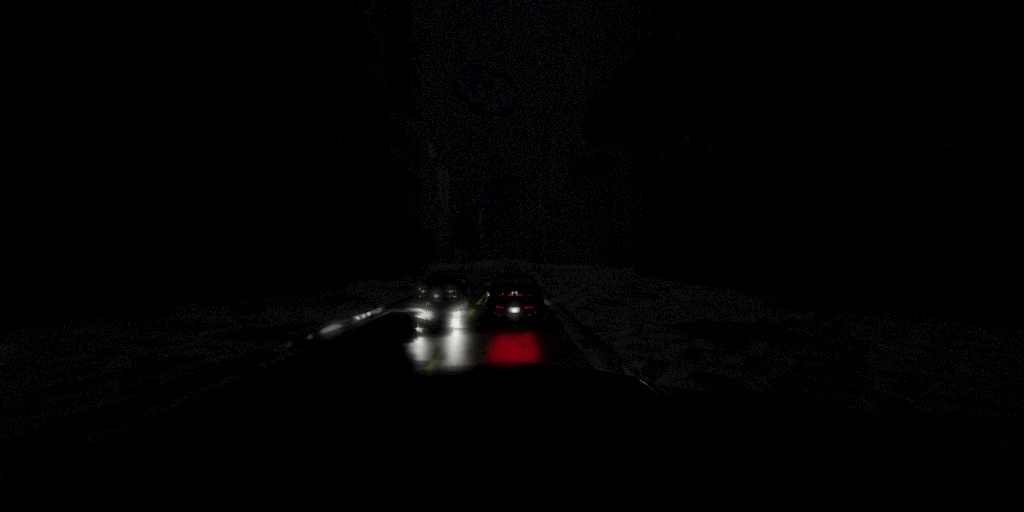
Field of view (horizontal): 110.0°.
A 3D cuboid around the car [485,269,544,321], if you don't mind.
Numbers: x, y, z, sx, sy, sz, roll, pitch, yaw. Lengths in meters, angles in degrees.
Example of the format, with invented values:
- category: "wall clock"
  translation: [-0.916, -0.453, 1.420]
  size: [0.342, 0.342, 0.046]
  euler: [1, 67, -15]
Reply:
- category: "car"
  translation: [0.087, 1.364, 12.980]
  size: [1.837, 1.490, 4.892]
  euler: [0, -1, 0]

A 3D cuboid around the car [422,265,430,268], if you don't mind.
- category: "car"
  translation: [-14.906, 1.677, 54.941]
  size: [4.902, 1.511, 2.128]
  euler: [0, 0, 0]

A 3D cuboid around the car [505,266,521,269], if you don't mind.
- category: "car"
  translation: [0.087, 1.569, 30.815]
  size: [2.033, 1.411, 5.357]
  euler: [0, -1, 0]

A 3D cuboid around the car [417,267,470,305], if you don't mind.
- category: "car"
  translation: [-3.106, 1.403, 17.091]
  size: [1.837, 1.490, 4.892]
  euler: [0, -1, 0]
